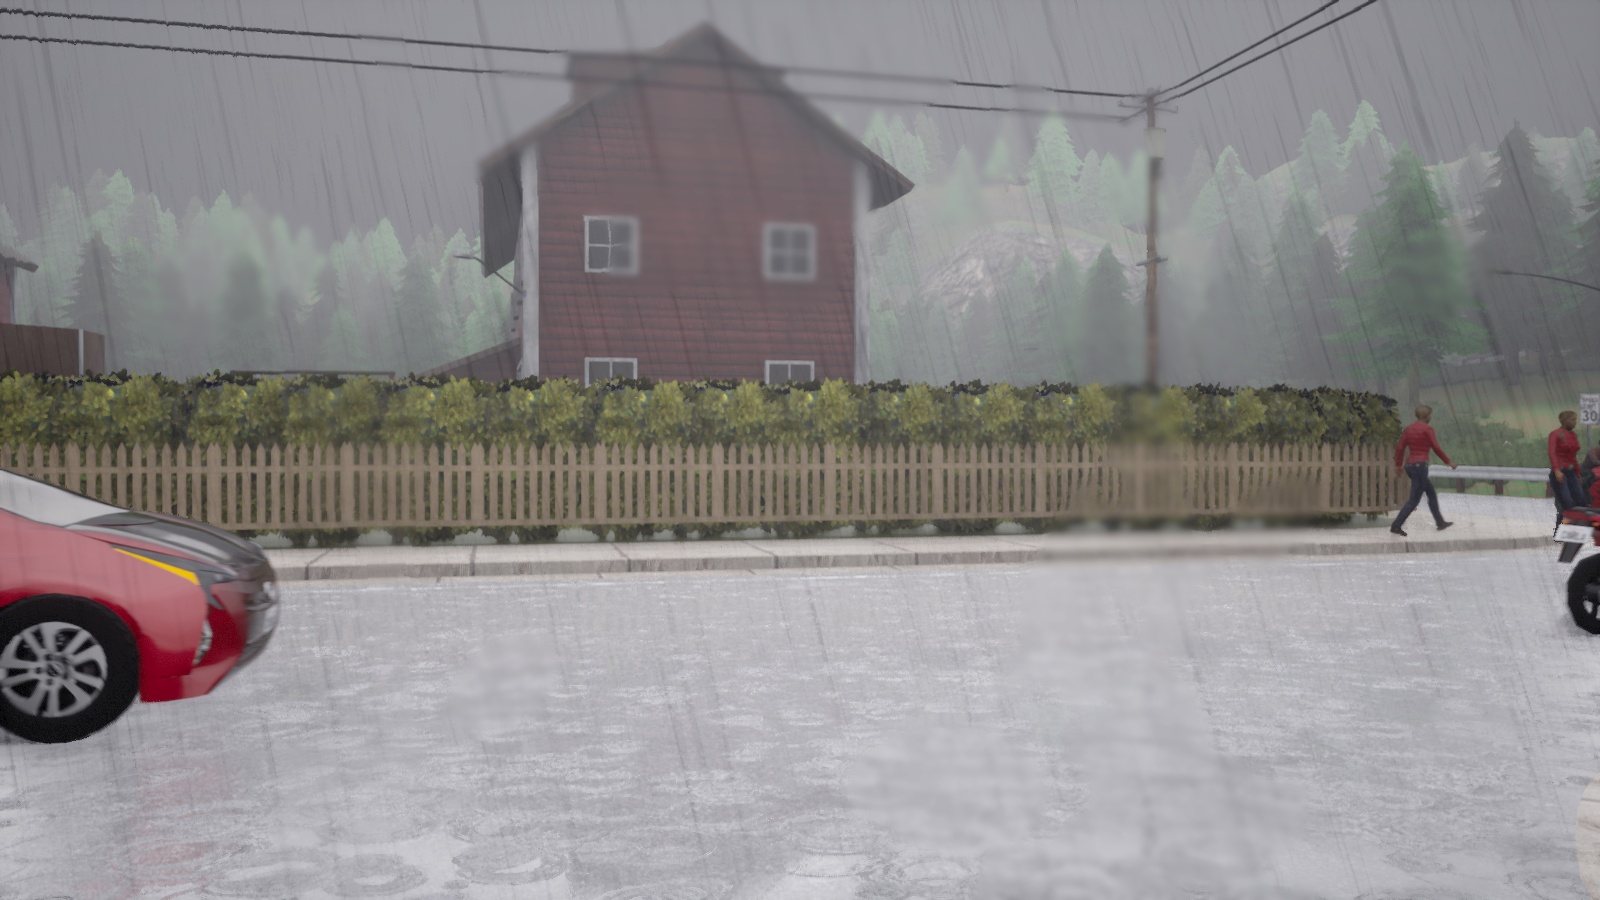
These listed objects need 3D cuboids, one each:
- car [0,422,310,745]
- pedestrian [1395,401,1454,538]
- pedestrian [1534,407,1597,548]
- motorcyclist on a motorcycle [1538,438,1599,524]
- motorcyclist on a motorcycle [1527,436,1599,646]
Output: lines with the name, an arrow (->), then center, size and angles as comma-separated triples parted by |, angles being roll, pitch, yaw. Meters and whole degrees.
car -> -5.132, 0.621, 6.625 | 4.514, 1.525, 2.007 | 0, 1, -14
pedestrian -> 8.473, 0.261, 17.054 | 0.636, 1.846, 0.331 | 0, 1, -10
pedestrian -> 10.201, 0.352, 16.744 | 0.331, 1.846, 0.636 | 0, 1, -18
motorcyclist on a motorcycle -> 14.418, 0.549, 22.571 | 0.797, 1.523, 2.044 | 0, 1, -13
motorcyclist on a motorcycle -> 6.731, 0.654, 9.600 | 2.044, 1.523, 0.797 | 0, 1, -14
